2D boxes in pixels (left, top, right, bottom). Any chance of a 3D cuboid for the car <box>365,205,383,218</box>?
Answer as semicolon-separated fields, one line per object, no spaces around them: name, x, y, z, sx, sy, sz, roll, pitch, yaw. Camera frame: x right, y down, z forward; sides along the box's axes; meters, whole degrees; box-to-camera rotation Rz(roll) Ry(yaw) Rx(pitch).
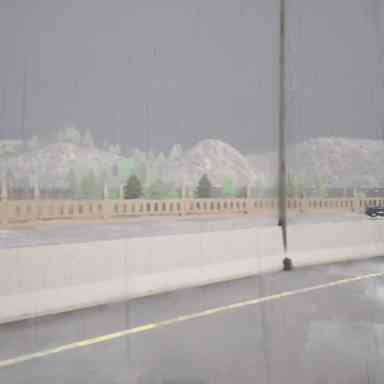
car;16.802;1.512;27.624;4.718;1.301;1.895;0;0;-19
